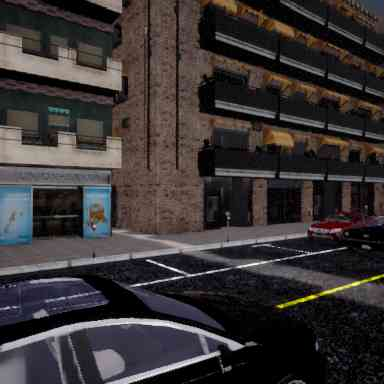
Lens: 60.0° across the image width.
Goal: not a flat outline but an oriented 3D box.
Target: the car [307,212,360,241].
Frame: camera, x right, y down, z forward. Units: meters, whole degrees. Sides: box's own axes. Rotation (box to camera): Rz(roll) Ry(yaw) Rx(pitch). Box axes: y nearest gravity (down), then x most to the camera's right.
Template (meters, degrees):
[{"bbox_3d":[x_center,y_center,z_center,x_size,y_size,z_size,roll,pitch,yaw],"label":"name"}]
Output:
[{"bbox_3d":[7.172,1.583,15.538,4.206,1.307,1.802,0,0,-35],"label":"car"}]

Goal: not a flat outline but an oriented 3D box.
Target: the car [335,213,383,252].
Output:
[{"bbox_3d":[7.840,1.601,12.835,4.718,1.301,1.895,0,0,-36],"label":"car"}]

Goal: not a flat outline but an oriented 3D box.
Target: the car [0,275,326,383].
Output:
[{"bbox_3d":[-0.899,1.492,2.668,4.902,1.511,2.128,0,0,-35],"label":"car"}]
